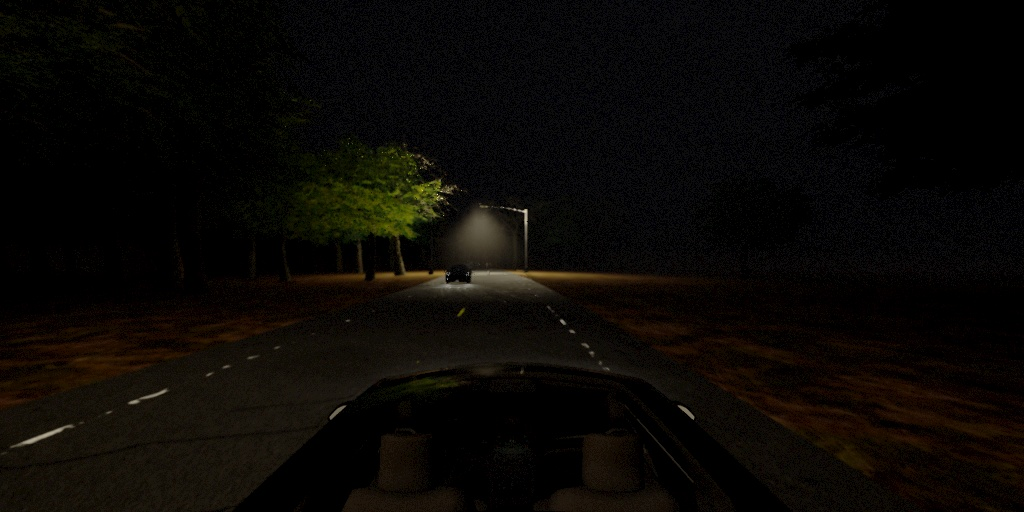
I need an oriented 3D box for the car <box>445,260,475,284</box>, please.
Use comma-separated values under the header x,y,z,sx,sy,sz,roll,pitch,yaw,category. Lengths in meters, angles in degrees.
x,y,z,sx,sy,sz,roll,pitch,yaw,category
-4.615,1.492,31.593,2.097,1.767,4.553,0,-1,-4,car
